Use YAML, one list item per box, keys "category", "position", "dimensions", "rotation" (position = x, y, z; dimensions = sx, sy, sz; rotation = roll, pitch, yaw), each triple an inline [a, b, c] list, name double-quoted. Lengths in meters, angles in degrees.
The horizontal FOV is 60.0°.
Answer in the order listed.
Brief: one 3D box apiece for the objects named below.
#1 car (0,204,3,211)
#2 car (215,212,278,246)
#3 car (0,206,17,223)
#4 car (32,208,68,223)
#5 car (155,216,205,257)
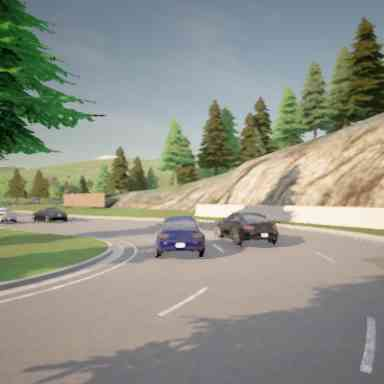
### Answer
- category: "car"
  position: [-40.684, 3.143, 68.616]
  dimensions: [2.033, 1.411, 5.357]
  rotation: [0, -1, -39]
- category: "car"
  position: [2.552, 1.686, 16.205]
  dimensions: [1.812, 1.442, 4.674]
  rotation: [0, -1, -12]
- category: "car"
  position: [-18.467, 2.269, 32.082]
  dimensions: [4.674, 1.442, 1.812]
  rotation: [-2, -1, 42]
- category: "car"
  position: [-14.066, 2.235, 32.846]
  dimensions: [4.181, 1.385, 1.994]
  rotation: [-2, -1, 41]
- category: "car"
  position: [-0.520, 1.713, 13.829]
  dimensions: [1.812, 1.442, 4.674]
  rotation: [0, -1, -3]
